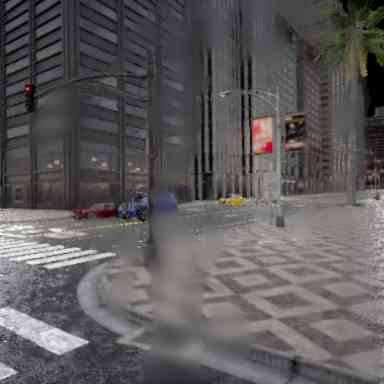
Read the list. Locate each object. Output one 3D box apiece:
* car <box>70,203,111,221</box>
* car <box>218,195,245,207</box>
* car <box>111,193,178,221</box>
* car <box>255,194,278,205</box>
[{"bbox_3d":[-7.442,1.583,27.012,1.895,1.301,4.718,-1,0,36],"label":"car"},{"bbox_3d":[5.287,1.122,44.714,1.882,1.535,5.008,-1,0,36],"label":"car"},{"bbox_3d":[-3.448,1.117,27.015,2.150,2.045,5.566,-1,0,36],"label":"car"},{"bbox_3d":[10.427,1.018,46.258,2.128,1.511,4.902,-1,0,36],"label":"car"}]
